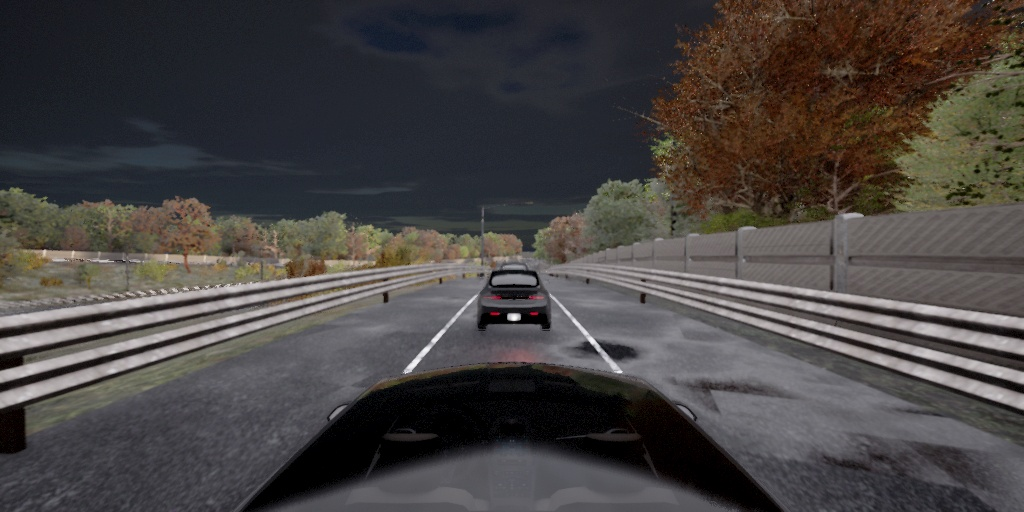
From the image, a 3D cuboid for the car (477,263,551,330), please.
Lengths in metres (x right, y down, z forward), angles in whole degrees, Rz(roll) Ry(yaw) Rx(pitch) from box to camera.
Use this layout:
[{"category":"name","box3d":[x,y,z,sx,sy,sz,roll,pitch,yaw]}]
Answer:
[{"category":"car","box3d":[0.058,1.111,10.484,1.837,1.490,4.892,0,0,0]}]
